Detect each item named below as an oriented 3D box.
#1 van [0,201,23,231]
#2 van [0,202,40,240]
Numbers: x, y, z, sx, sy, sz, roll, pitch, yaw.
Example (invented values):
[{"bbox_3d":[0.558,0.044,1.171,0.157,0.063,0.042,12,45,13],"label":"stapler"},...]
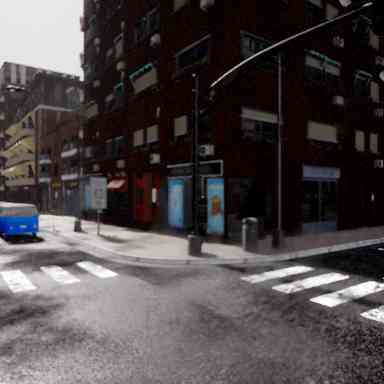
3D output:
[{"bbox_3d":[-12.837,1.594,22.733,1.690,1.788,3.998,-1,0,-36],"label":"van"},{"bbox_3d":[-9.583,1.530,18.251,1.690,1.788,3.998,-1,0,-36],"label":"van"}]
